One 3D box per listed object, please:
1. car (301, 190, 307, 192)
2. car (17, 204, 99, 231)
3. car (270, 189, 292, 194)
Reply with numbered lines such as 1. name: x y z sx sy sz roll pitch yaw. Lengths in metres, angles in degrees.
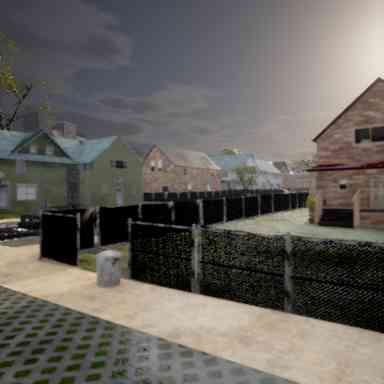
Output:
1. car: 17.424 0.399 50.640 1.994 1.385 4.181 -1 1 37
2. car: -6.638 1.375 18.431 2.033 1.411 5.357 -1 1 37
3. car: 11.654 0.410 42.836 2.097 1.767 4.553 -1 1 37
